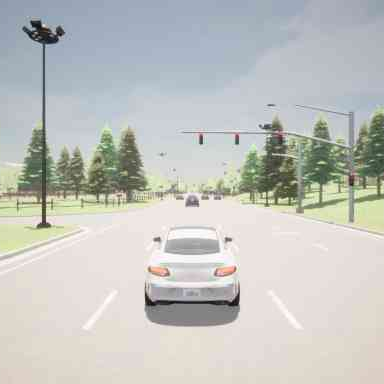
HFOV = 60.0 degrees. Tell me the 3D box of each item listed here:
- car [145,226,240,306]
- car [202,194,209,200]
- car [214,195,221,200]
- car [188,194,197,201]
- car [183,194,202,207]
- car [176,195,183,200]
[{"bbox_3d":[0.017,1.526,7.884,1.812,1.442,4.674,0,0,0],"label":"car"},{"bbox_3d":[3.625,1.355,93.199,2.097,1.767,4.553,0,0,0],"label":"car"},{"bbox_3d":[7.125,1.525,93.224,2.128,1.511,4.902,0,0,0],"label":"car"},{"bbox_3d":[0.115,1.353,85.704,2.097,1.767,4.553,0,0,0],"label":"car"},{"bbox_3d":[0.070,1.352,51.757,2.097,1.767,4.553,0,0,0],"label":"car"},{"bbox_3d":[-3.375,1.552,93.205,1.994,1.385,4.181,0,0,0],"label":"car"}]
